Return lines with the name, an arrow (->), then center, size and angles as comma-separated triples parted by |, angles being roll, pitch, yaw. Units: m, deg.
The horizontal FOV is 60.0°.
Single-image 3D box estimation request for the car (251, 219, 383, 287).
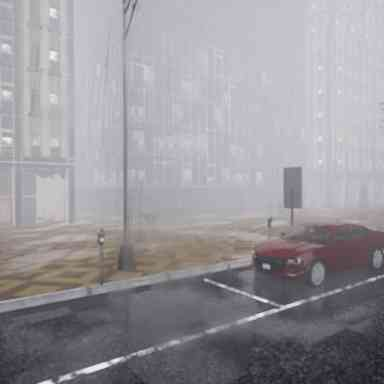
car -> 3.580, 1.483, 9.102 | 4.507, 1.381, 1.887 | -1, 0, -35
